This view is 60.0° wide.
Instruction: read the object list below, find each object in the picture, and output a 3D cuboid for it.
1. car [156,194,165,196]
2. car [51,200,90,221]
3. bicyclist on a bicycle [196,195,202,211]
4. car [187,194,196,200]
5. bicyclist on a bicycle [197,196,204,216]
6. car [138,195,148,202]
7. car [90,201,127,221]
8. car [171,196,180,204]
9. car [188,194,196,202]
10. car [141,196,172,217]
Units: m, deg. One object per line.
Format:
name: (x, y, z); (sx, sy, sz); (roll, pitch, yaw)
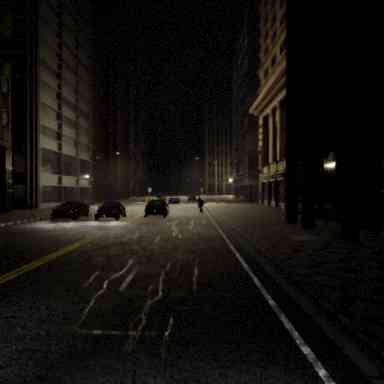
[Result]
car: (-6.529, 1.139, 68.058); (2.097, 1.767, 4.553); (0, 0, 0)
car: (-9.856, 1.462, 27.313); (1.882, 1.535, 5.008); (0, 0, 0)
bicyclist on a bicycle: (0.879, 1.321, 40.189); (0.659, 1.776, 1.843); (0, 0, 0)
car: (-0.032, 1.240, 82.835); (2.128, 1.511, 4.902); (0, 0, 0)
bicyclist on a bicycle: (0.882, 1.430, 31.115); (0.582, 1.620, 1.656); (0, 0, 0)
car: (-9.778, 1.261, 68.025); (1.882, 1.535, 5.008); (0, 0, 0)
car: (-6.606, 1.510, 27.358); (1.812, 1.442, 4.674); (0, 0, 0)
car: (-3.174, 1.420, 59.532); (1.994, 1.385, 4.181); (0, 0, 0)
car: (-0.029, 1.325, 72.471); (2.033, 1.411, 5.357); (0, 0, 0)
car: (-3.164, 1.456, 30.729); (1.882, 1.535, 5.008); (0, 0, 0)
